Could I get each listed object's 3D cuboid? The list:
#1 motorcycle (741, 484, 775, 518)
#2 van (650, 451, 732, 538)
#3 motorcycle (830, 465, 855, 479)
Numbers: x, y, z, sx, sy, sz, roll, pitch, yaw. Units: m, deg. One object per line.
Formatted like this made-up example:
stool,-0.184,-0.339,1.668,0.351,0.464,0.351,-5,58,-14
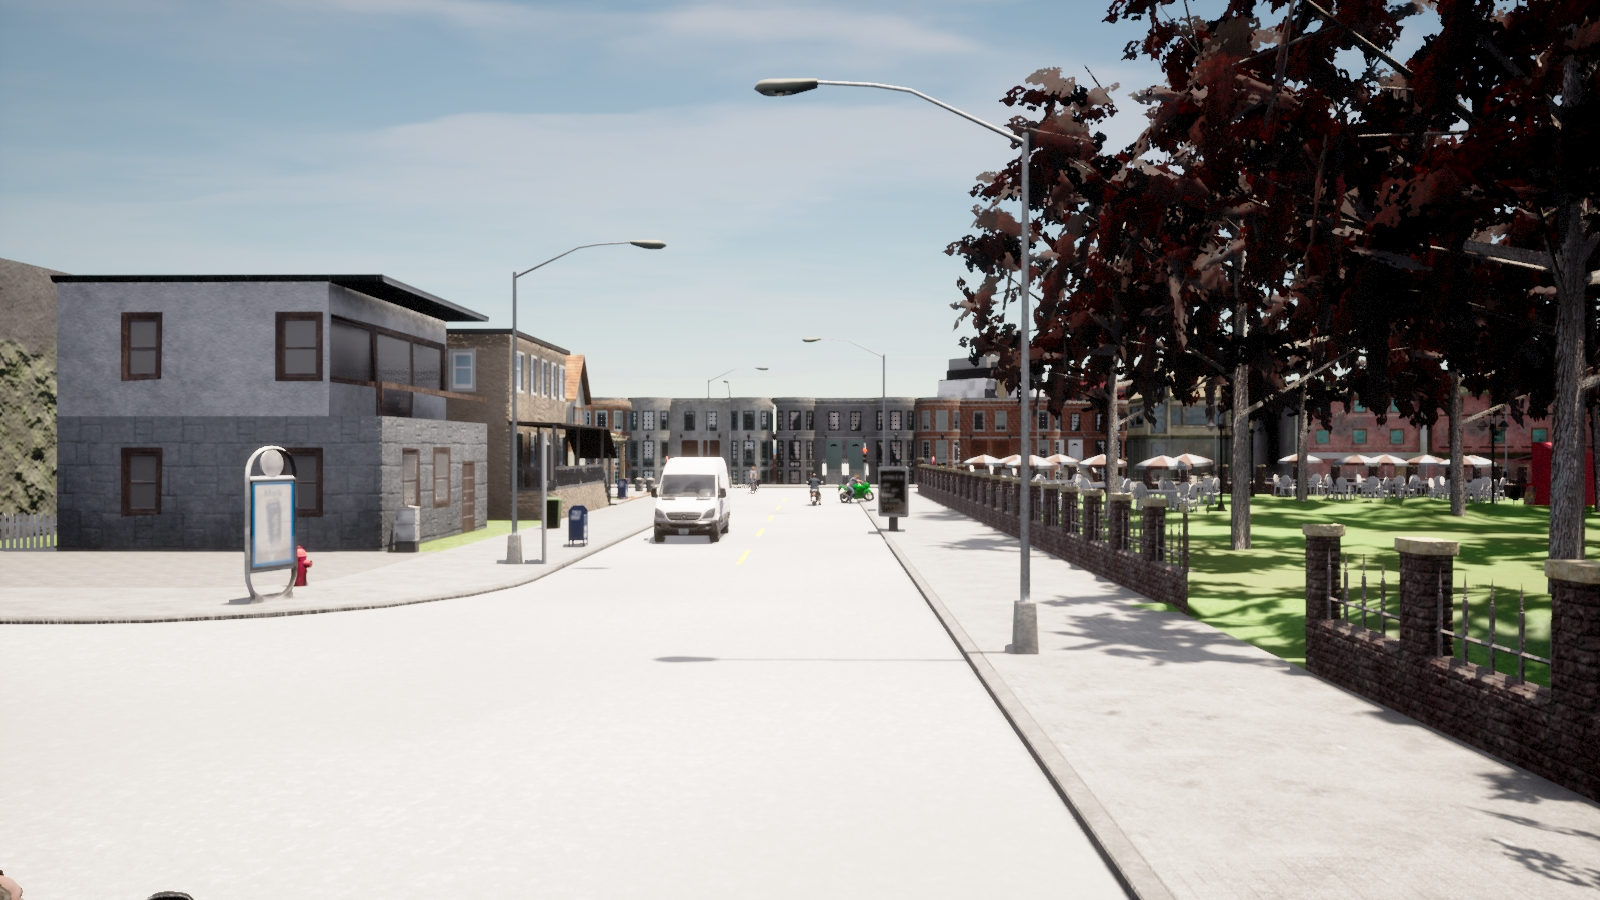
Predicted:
motorcycle,-1.677,1.985,45.065,0.867,1.251,2.209,0,0,-15
van,-3.393,1.314,36.729,1.988,2.561,5.915,0,0,1
motorcycle,3.779,1.938,101.151,2.033,1.145,0.803,-5,-2,27
